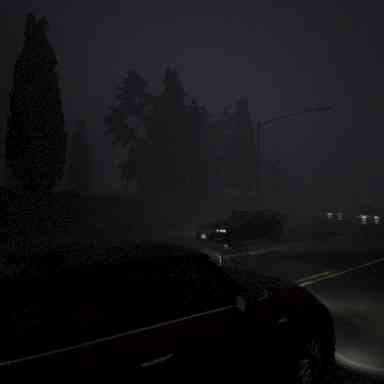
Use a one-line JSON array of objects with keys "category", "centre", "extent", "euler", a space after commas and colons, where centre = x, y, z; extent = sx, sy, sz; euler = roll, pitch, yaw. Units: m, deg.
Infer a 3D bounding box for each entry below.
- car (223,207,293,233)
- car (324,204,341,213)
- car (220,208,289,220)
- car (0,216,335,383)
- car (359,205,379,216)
[{"category": "car", "centre": [4.528, 1.775, 22.190], "extent": [2.033, 1.411, 5.357], "euler": [0, -1, 44]}, {"category": "car", "centre": [22.882, 2.686, 54.279], "extent": [1.812, 1.442, 4.674], "euler": [0, -2, 9]}, {"category": "car", "centre": [2.265, 1.581, 15.197], "extent": [4.902, 1.511, 2.128], "euler": [1, -1, -43]}, {"category": "car", "centre": [-0.422, 1.355, 3.666], "extent": [4.553, 1.767, 2.097], "euler": [0, 0, -37]}, {"category": "car", "centre": [24.311, 2.499, 45.881], "extent": [1.812, 1.442, 4.674], "euler": [0, -1, 18]}]
